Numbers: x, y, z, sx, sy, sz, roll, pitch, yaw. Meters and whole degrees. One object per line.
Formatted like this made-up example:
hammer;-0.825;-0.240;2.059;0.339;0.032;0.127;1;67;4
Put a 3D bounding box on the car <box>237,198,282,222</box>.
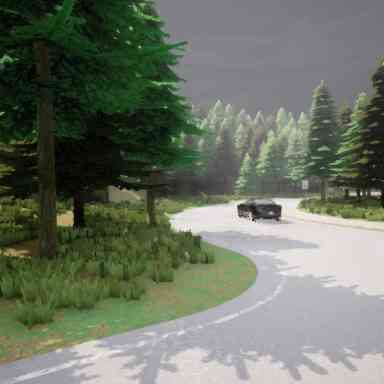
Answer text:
car;4.532;1.141;22.990;1.882;1.535;5.008;-2;1;-8
